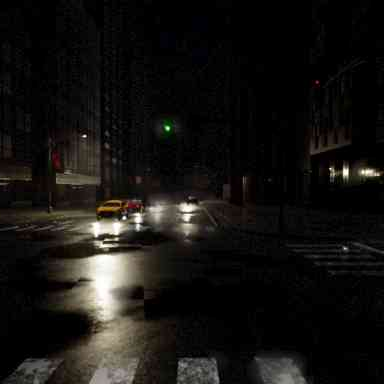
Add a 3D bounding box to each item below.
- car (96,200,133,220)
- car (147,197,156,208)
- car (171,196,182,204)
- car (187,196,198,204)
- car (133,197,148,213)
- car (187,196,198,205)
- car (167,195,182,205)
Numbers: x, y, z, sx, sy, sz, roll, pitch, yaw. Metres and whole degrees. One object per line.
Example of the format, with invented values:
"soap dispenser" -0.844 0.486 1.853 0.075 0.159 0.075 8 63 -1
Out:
"car" -6.553 1.479 27.952 1.882 1.535 5.008 0 0 0
"car" -6.522 1.483 49.680 1.882 1.535 5.008 0 0 0
"car" -3.162 1.573 67.489 1.994 1.385 4.181 0 0 0
"car" 0.089 1.573 67.485 1.994 1.385 4.181 0 0 0
"car" -6.545 1.604 37.954 1.895 1.301 4.718 0 0 0
"car" 0.074 1.499 57.064 2.128 1.511 4.902 0 0 0
"car" -3.175 1.359 57.421 2.097 1.767 4.553 0 0 0
